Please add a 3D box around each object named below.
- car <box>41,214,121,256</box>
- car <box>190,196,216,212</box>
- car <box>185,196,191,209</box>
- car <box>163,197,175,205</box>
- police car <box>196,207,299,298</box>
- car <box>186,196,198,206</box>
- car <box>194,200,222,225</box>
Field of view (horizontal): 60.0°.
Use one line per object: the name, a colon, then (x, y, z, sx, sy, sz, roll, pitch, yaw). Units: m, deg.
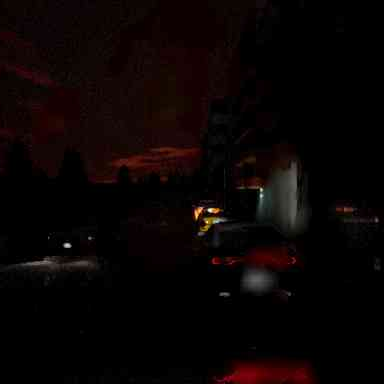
car: (-4.099, 1.564, 12.897, 1.994, 1.385, 4.181, 0, 0, 0)
car: (1.147, 1.300, 24.532, 2.097, 1.767, 4.553, -3, 0, 0)
car: (0.025, 1.491, 44.505, 2.128, 1.511, 4.902, 0, 0, 1)
car: (-3.999, 1.547, 58.980, 2.033, 1.411, 5.357, 0, 0, 0)
police car: (1.188, 1.420, 8.673, 1.930, 1.638, 5.238, 0, 0, 0)
car: (0.000, 1.505, 56.686, 1.837, 1.490, 4.892, 0, 0, 0)
car: (1.200, 1.456, 18.751, 1.801, 1.575, 5.366, 0, 0, 0)
